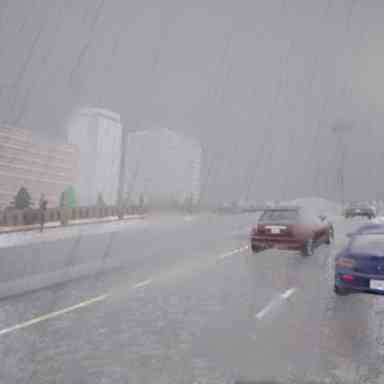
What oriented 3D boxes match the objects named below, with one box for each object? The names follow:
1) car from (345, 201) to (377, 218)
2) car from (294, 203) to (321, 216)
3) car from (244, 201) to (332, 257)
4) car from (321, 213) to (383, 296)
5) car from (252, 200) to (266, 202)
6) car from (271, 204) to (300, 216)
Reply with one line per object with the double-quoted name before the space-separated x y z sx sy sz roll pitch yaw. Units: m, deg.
"car" 14.102 1.470 27.701 1.994 1.385 4.181 -2 -2 35
"car" 13.862 2.092 39.915 1.812 1.442 4.674 -2 -5 35
"car" 4.056 1.326 13.137 2.097 1.767 4.553 -2 -1 35
"car" 4.601 1.437 7.750 1.812 1.442 4.674 -2 -1 35
"car" 9.171 2.141 45.412 2.150 2.045 5.566 -2 -6 35
"car" 12.368 2.393 43.856 2.033 1.411 5.357 -2 -6 35
